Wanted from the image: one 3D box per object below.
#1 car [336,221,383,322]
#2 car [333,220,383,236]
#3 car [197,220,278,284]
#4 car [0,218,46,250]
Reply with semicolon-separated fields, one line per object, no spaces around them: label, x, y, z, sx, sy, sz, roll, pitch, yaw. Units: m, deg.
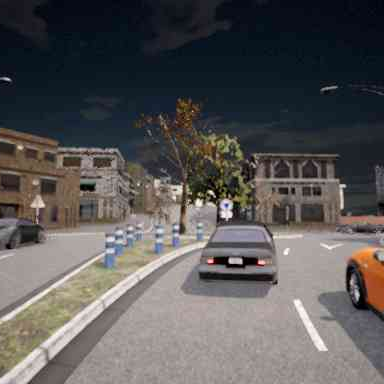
car;3.896;1.292;4.696;2.097;1.767;4.553;-1;1;6
car;18.012;3.864;35.705;4.902;1.511;2.128;1;-6;0
car;1.431;1.510;9.431;2.033;1.411;5.357;-1;-1;12
car;-8.697;1.911;15.804;1.994;1.385;4.181;0;-4;1
